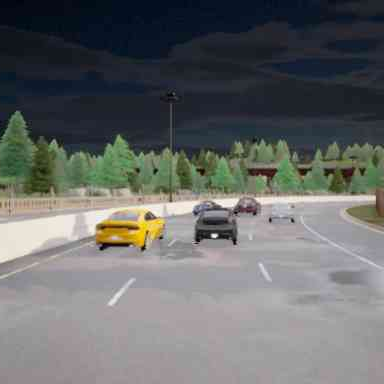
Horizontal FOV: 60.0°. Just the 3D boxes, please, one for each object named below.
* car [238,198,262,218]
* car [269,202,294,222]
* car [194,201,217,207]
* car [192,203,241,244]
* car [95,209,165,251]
[{"bbox_3d":[5.665,1.370,33.238,2.097,1.767,4.553,0,0,19],"label":"car"},{"bbox_3d":[7.145,1.540,26.536,1.812,1.442,4.674,0,0,15],"label":"car"},{"bbox_3d":[1.616,1.565,32.439,2.033,1.411,5.357,0,0,19],"label":"car"},{"bbox_3d":[1.267,1.513,15.894,1.837,1.490,4.892,0,0,8],"label":"car"},{"bbox_3d":[-2.471,1.485,14.374,1.882,1.535,5.008,0,0,7],"label":"car"}]
